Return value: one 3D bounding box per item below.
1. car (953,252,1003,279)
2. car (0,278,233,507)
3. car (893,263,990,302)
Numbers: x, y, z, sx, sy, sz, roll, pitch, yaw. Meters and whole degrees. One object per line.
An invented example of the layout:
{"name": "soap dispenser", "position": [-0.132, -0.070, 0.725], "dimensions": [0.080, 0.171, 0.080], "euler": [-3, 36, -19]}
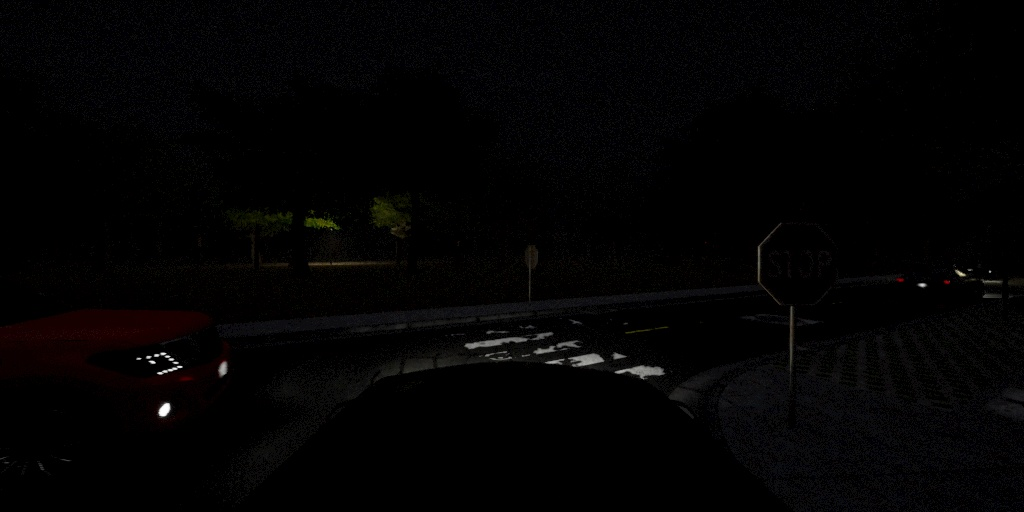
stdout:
{"name": "car", "position": [37.602, 0.715, 28.811], "dimensions": [5.566, 2.045, 2.150], "euler": [0, 0, -28]}
{"name": "car", "position": [-5.874, 1.011, 2.958], "dimensions": [5.566, 2.045, 2.150], "euler": [-1, 0, -28]}
{"name": "car", "position": [18.988, 1.185, 15.967], "dimensions": [4.181, 1.385, 1.994], "euler": [0, 0, -28]}
